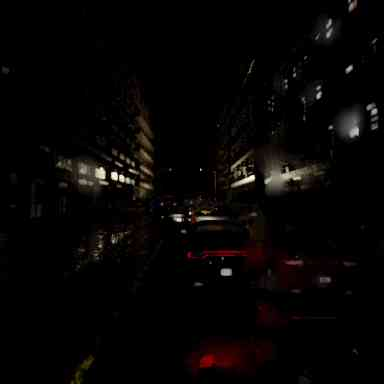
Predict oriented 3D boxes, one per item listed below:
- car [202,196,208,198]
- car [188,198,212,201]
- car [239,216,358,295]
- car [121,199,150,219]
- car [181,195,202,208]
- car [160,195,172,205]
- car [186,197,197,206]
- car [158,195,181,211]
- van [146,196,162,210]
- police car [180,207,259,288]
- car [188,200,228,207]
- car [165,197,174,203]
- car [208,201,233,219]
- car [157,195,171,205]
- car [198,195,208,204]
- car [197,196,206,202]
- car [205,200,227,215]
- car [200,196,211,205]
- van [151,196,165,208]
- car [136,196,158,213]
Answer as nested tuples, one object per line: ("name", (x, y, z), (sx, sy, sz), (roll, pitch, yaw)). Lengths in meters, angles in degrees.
("car", (2.505, 1.733, 52.899), (1.887, 1.381, 4.507), (1, 0, 0))
("car", (0.788, 1.530, 25.515), (1.801, 1.575, 5.366), (0, 0, 0))
("car", (2.573, 1.566, 8.654), (1.887, 1.381, 4.507), (1, 0, 0))
("car", (-5.341, 1.619, 30.657), (1.752, 1.417, 4.829), (2, 0, 0))
("car", (-0.066, 1.374, 45.466), (2.150, 2.045, 5.566), (0, 0, 0))
("car", (-5.396, 1.592, 69.540), (2.192, 1.841, 5.009), (1, 0, 0))
("car", (-0.090, 1.702, 60.042), (1.882, 1.535, 5.008), (0, 0, 0))
("car", (-2.905, 1.494, 43.100), (2.097, 1.767, 4.553), (0, 0, 0))
("van", (-5.362, 1.502, 47.418), (1.690, 1.788, 3.998), (2, 0, 0))
("police car", (0.696, 1.449, 9.426), (1.930, 1.638, 5.238), (0, 0, 0))
("car", (0.797, 1.509, 19.512), (1.801, 1.575, 5.366), (0, 0, 0))
("car", (-5.419, 1.908, 80.601), (1.947, 1.339, 4.313), (1, 0, 0))
("car", (2.539, 1.639, 30.776), (1.887, 1.381, 4.507), (1, 0, 0))
("car", (-5.387, 1.561, 64.010), (2.192, 1.841, 5.009), (1, 0, 0))
("car", (2.441, 1.623, 75.024), (2.192, 1.841, 5.009), (1, 0, 0))
("car", (2.421, 1.818, 86.086), (1.967, 1.590, 4.097), (1, 0, 0))
("car", (2.530, 1.665, 36.308), (2.008, 1.369, 4.403), (1, 0, 0))
("car", (2.498, 1.686, 63.962), (1.967, 1.590, 4.097), (1, 0, 0))
("van", (-5.371, 1.529, 52.950), (1.690, 1.788, 3.998), (1, 0, 0))
("car", (-5.344, 1.430, 36.359), (2.192, 1.841, 5.009), (2, 0, 0))
